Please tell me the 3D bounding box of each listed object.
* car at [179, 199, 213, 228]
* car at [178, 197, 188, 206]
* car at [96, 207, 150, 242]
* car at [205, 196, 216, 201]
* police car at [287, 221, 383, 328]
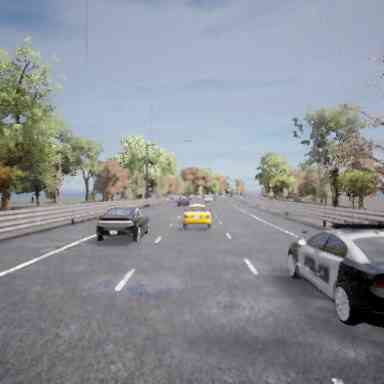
[{"bbox_3d":[0.369,1.502,22.836,1.801,1.575,5.366,0,0,2],"label":"car"},{"bbox_3d":[-1.373,1.631,57.600,2.128,1.511,4.902,0,0,4],"label":"car"},{"bbox_3d":[-3.267,1.506,16.491,2.128,1.511,4.902,0,0,1],"label":"car"},{"bbox_3d":[4.168,1.826,81.349,1.895,1.301,4.718,0,0,6],"label":"car"},{"bbox_3d":[3.518,1.449,7.254,1.930,1.638,5.238,0,0,0],"label":"police car"}]
